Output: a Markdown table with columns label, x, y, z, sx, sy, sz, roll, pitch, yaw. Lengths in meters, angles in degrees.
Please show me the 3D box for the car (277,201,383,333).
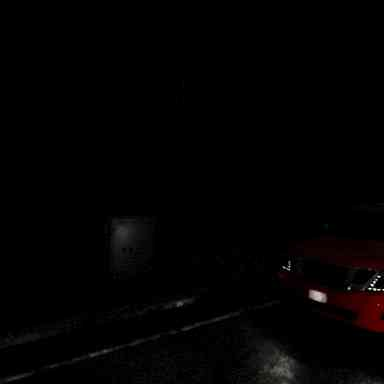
| label | x | y | z | sx | sy | sz | roll | pitch | yaw |
| --- | --- | --- | --- | --- | --- | --- | --- | --- | --- |
| car | 4.155 | 1.228 | 6.657 | 5.566 | 2.045 | 2.150 | 0 | 0 | -36 |
